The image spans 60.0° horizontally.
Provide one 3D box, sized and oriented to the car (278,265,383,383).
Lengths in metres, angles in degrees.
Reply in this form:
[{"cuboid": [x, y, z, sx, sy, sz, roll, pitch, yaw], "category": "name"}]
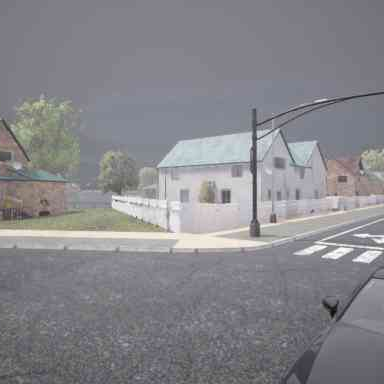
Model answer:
[{"cuboid": [2.520, 1.524, 3.395, 1.812, 1.442, 4.674, 0, 0, 42], "category": "car"}]
